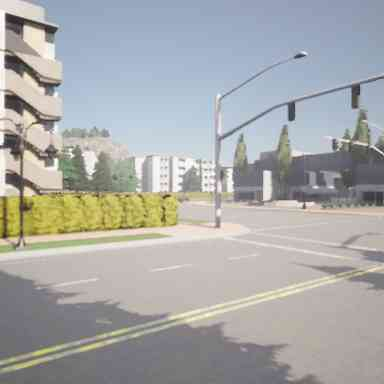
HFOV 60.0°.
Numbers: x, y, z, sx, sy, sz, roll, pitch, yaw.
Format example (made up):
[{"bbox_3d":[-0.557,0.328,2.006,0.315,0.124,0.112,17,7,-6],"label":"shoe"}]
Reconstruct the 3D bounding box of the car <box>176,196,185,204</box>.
[{"bbox_3d":[-2.804,1.513,64.642,1.837,1.490,4.892,0,0,-1],"label":"car"}]

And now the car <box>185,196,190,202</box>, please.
[{"bbox_3d":[-1.878,1.562,74.633,1.994,1.385,4.181,0,0,17],"label":"car"}]
